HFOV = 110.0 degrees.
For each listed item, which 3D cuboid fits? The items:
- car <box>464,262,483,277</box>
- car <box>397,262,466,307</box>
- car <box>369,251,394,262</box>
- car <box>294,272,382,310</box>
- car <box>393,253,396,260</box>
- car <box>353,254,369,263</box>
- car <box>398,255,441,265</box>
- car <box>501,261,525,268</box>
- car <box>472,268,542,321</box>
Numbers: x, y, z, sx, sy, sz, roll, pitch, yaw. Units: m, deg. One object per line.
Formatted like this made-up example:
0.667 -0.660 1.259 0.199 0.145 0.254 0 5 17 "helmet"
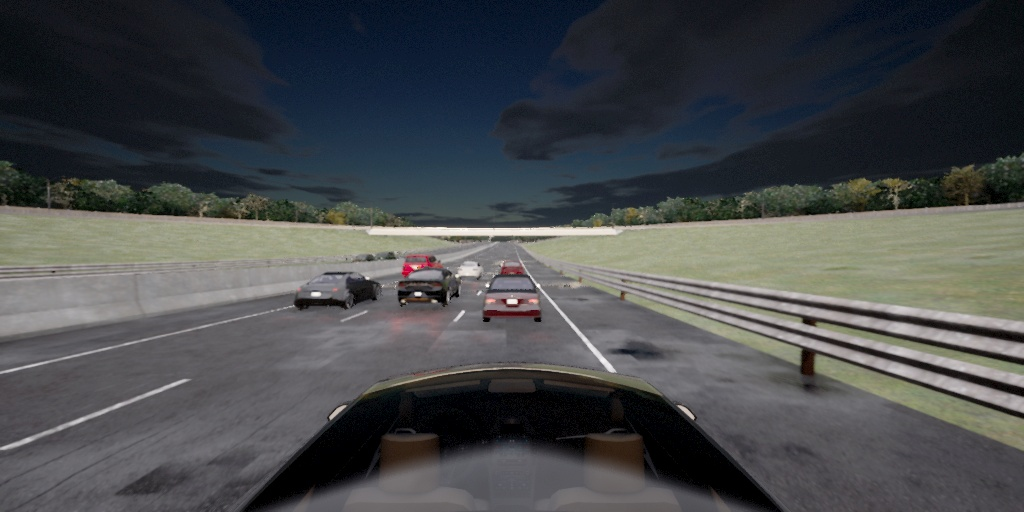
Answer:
-3.462 1.196 30.285 1.812 1.442 4.674 0 1 1 "car"
-3.451 1.238 15.730 1.882 1.535 5.008 0 0 1 "car"
-21.055 0.285 59.412 2.150 2.045 5.566 0 1 1 "car"
-6.959 1.325 14.775 1.994 1.385 4.181 0 0 1 "car"
-17.564 0.546 59.751 2.128 1.511 4.902 0 2 1 "car"
-24.557 0.414 59.478 2.097 1.767 4.553 0 2 1 "car"
-6.982 0.914 28.355 2.150 2.045 5.566 0 1 1 "car"
0.043 1.143 30.729 1.882 1.535 5.008 0 1 1 "car"
0.017 1.308 12.406 2.033 1.411 5.357 0 0 0 "car"
